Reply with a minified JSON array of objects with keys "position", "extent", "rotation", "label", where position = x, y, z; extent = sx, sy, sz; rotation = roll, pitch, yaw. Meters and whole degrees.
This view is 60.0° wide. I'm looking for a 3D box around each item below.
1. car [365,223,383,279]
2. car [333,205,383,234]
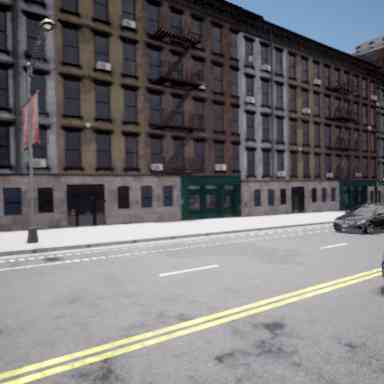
[{"position":[6.285,1.505,7.925],"extent":[4.674,1.442,1.812],"rotation":[0,0,-36],"label":"car"},{"position":[9.868,1.487,18.696],"extent":[4.674,1.442,1.812],"rotation":[0,0,-35],"label":"car"}]
